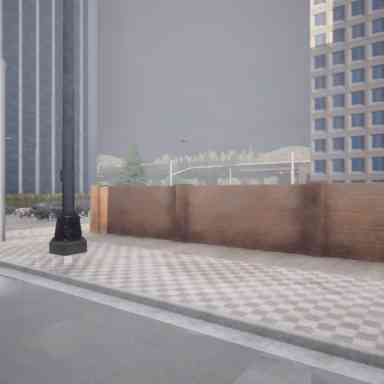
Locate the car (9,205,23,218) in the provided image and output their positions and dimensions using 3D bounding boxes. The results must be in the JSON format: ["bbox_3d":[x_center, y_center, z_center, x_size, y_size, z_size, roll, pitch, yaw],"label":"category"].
[{"bbox_3d":[-13.404,1.601,29.944,1.895,1.301,4.718,0,0,35],"label":"car"}]

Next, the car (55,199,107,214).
[{"bbox_3d":[-12.396,1.547,37.480,2.033,1.411,5.357,0,0,35],"label":"car"}]

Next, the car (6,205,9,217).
[{"bbox_3d":[-18.207,1.547,29.251,2.033,1.411,5.357,0,0,32],"label":"car"}]

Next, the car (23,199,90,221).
[{"bbox_3d":[-10.737,1.505,27.304,1.837,1.490,4.892,0,0,35],"label":"car"}]
